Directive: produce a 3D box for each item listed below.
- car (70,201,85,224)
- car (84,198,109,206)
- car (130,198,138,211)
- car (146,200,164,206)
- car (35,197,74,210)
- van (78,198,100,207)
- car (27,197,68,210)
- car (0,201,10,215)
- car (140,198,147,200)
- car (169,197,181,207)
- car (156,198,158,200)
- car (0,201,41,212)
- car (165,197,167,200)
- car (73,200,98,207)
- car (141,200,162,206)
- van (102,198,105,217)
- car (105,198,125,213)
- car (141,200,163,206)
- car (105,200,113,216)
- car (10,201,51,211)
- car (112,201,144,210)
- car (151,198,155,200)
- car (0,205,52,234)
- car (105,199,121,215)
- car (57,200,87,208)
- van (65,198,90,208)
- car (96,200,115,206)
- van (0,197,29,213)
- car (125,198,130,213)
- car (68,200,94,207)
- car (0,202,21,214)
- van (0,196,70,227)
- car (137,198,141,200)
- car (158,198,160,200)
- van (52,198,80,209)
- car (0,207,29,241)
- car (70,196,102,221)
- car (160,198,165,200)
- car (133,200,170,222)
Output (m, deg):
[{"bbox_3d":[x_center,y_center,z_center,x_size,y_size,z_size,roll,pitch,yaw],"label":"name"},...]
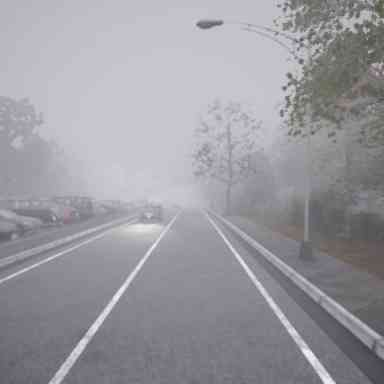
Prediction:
[{"bbox_3d":[-10.336,1.590,23.127,4.792,1.488,2.163,0,-1,0],"label":"car"},{"bbox_3d":[-23.363,2.495,81.428,5.566,2.045,2.435,0,-2,0],"label":"car"},{"bbox_3d":[-10.104,1.904,42.531,5.366,1.575,1.946,0,-1,0],"label":"car"},{"bbox_3d":[-10.250,3.056,92.478,5.008,1.535,2.097,0,-2,0],"label":"car"},{"bbox_3d":[-23.329,1.927,56.511,5.566,2.045,2.435,0,-1,0],"label":"car"},{"bbox_3d":[-23.456,2.364,75.766,4.442,1.987,1.878,0,-2,0],"label":"van"},{"bbox_3d":[-23.331,1.873,53.742,5.566,2.045,2.435,0,-1,0],"label":"car"},{"bbox_3d":[-23.369,1.802,37.118,5.008,1.535,2.097,0,-1,0],"label":"car"},{"bbox_3d":[-10.097,2.065,50.858,5.366,1.575,1.946,0,-1,0],"label":"car"},{"bbox_3d":[-3.305,2.419,69.627,1.882,1.535,5.008,0,-1,0],"label":"car"},{"bbox_3d":[-10.259,2.454,70.288,4.892,1.521,2.231,0,-1,0],"label":"car"},{"bbox_3d":[-23.370,2.001,45.301,4.674,1.452,2.002,0,-1,0],"label":"car"},{"bbox_3d":[-10.276,2.727,89.710,5.566,2.045,2.435,0,-2,0],"label":"car"},{"bbox_3d":[-23.371,2.547,72.989,4.792,1.488,2.163,0,-2,0],"label":"car"},{"bbox_3d":[-10.259,2.824,84.153,4.892,1.521,2.231,0,-2,0],"label":"car"},{"bbox_3d":[-10.185,1.412,28.657,4.442,1.987,1.878,0,-1,0],"label":"van"},{"bbox_3d":[-10.263,1.674,36.982,4.553,1.767,2.185,0,-1,0],"label":"car"},{"bbox_3d":[-10.435,2.897,86.928,5.366,1.575,1.946,0,-2,0],"label":"car"},{"bbox_3d":[-10.302,1.732,31.428,4.674,1.452,2.002,0,-1,0],"label":"car"},{"bbox_3d":[-23.359,2.017,48.196,5.008,1.535,2.097,0,-1,0],"label":"car"},{"bbox_3d":[-10.251,2.152,53.633,4.792,1.488,2.163,0,-1,0],"label":"car"},{"bbox_3d":[-10.299,2.367,64.736,4.792,1.488,2.163,0,-1,0],"label":"car"},{"bbox_3d":[-10.315,1.582,17.568,4.674,1.452,2.002,0,0,0],"label":"car"},{"bbox_3d":[-10.292,1.745,34.204,5.008,1.535,2.097,0,-1,0],"label":"car"},{"bbox_3d":[-23.355,2.339,64.815,5.008,1.535,2.097,0,-1,0],"label":"car"},{"bbox_3d":[-23.239,2.170,67.604,4.442,1.987,1.878,0,-1,0],"label":"van"},{"bbox_3d":[-23.324,3.019,89.726,4.674,1.452,2.002,0,-2,0],"label":"car"},{"bbox_3d":[-23.486,1.681,42.536,4.442,1.987,1.878,0,-1,0],"label":"van"},{"bbox_3d":[-10.261,1.728,39.758,4.553,1.767,2.185,0,-1,0],"label":"car"},{"bbox_3d":[-23.374,2.484,70.350,4.792,1.488,2.163,0,-1,0],"label":"car"},{"bbox_3d":[-23.370,1.896,39.887,4.674,1.452,2.002,0,-1,0],"label":"car"},{"bbox_3d":[-10.193,1.325,20.345,4.442,1.987,1.878,0,0,0],"label":"van"},{"bbox_3d":[-10.291,2.016,48.083,4.892,1.521,2.231,0,-1,0],"label":"car"},{"bbox_3d":[-10.448,2.516,73.055,5.366,1.575,1.946,0,-1,0],"label":"car"},{"bbox_3d":[-23.468,2.059,62.050,4.442,1.987,1.878,0,-1,0],"label":"van"},{"bbox_3d":[-10.284,1.562,14.791,4.792,1.488,2.163,0,0,0],"label":"car"},{"bbox_3d":[-10.333,1.333,25.882,5.566,2.045,2.435,0,-1,0],"label":"car"},{"bbox_3d":[-10.069,2.742,81.378,5.366,1.575,1.946,0,-2,0],"label":"car"},{"bbox_3d":[-3.341,1.680,28.394,2.128,1.511,4.902,0,-1,0],"label":"car"}]
